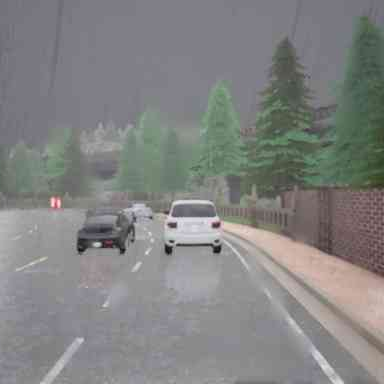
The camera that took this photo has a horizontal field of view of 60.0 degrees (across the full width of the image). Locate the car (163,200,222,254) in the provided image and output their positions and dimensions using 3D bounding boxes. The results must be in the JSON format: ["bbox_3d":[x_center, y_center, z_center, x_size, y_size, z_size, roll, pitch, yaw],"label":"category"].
[{"bbox_3d":[-0.042,1.350,14.255,2.150,2.045,5.566,0,0,-3],"label":"car"}]

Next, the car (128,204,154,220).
[{"bbox_3d":[-5.140,1.818,31.179,1.812,1.442,4.674,0,0,-31],"label":"car"}]

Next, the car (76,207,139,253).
[{"bbox_3d":[-3.570,1.643,14.358,1.837,1.490,4.892,0,0,-4],"label":"car"}]

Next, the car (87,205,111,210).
[{"bbox_3d":[-7.957,1.820,29.110,2.033,1.411,5.357,0,-1,-30],"label":"car"}]
